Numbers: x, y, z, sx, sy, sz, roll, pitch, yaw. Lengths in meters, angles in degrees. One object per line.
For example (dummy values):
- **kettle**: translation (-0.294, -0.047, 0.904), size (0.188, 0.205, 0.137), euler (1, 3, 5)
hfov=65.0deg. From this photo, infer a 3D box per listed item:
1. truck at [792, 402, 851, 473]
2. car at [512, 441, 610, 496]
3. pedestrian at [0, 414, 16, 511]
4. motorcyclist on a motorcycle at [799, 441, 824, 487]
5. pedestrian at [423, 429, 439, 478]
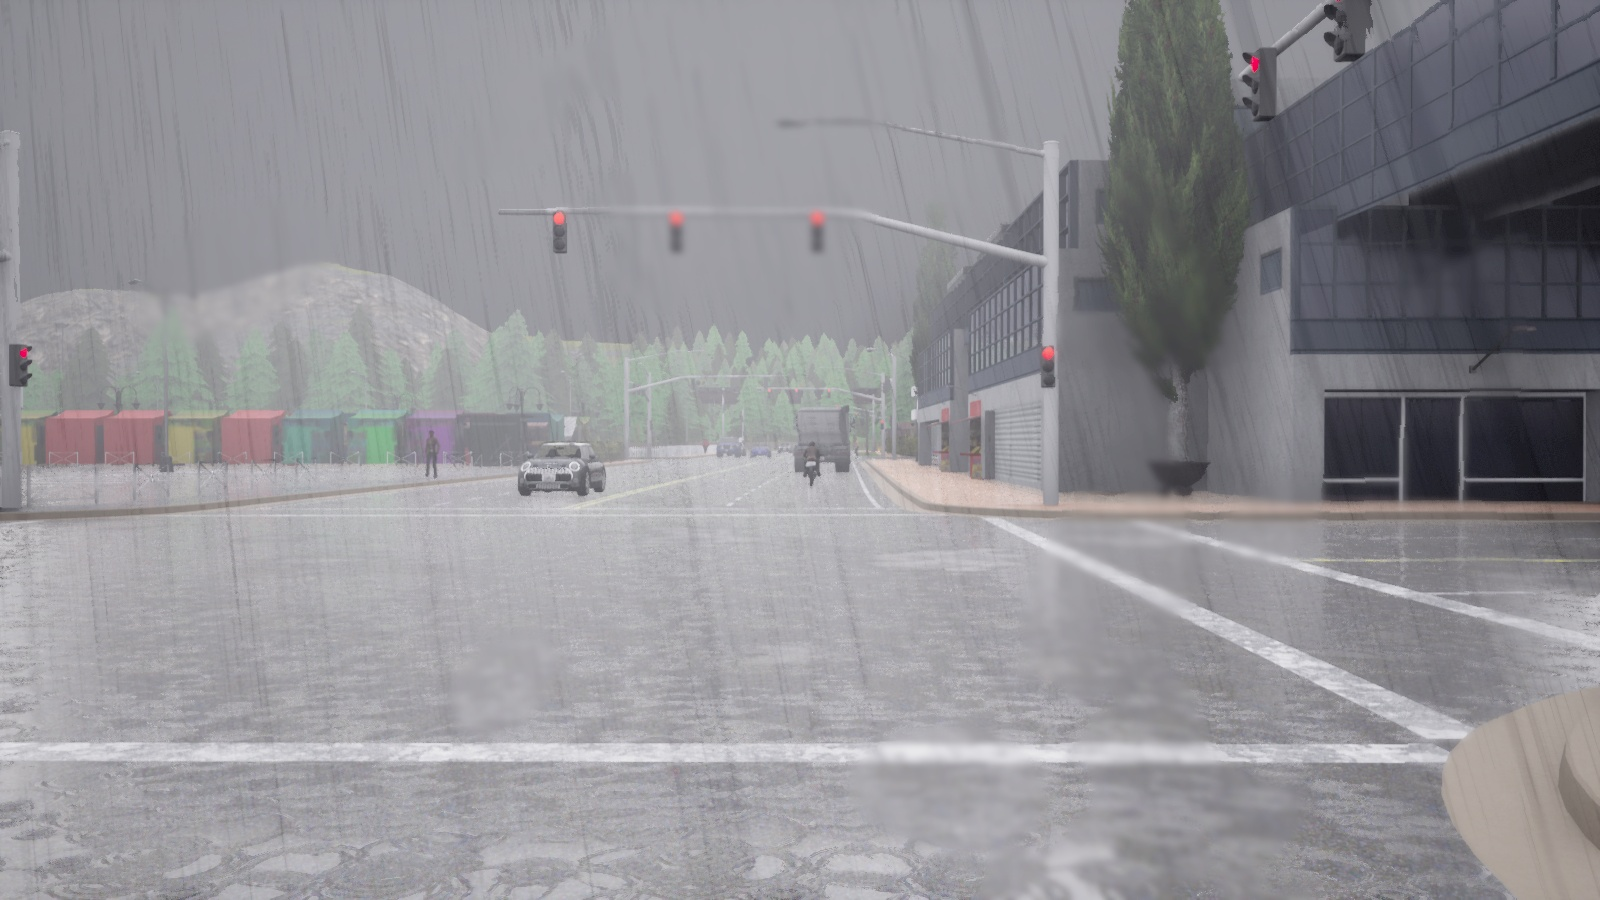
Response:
- **truck**: translation (1.198, -0.629, 65.467), size (2.891, 3.462, 7.936), euler (0, 0, 2)
- **car**: translation (-6.800, 0.489, 36.076), size (1.970, 1.475, 3.806), euler (0, 0, 2)
- **pedestrian**: translation (-15.901, 0.241, 24.660), size (0.849, 1.883, 0.563), euler (0, 0, -32)
- **motorcyclist on a motorcycle**: translation (0.415, 0.470, 42.863), size (0.797, 1.523, 2.044), euler (0, 0, 2)
- **pedestrian**: translation (-13.722, 0.112, 46.696), size (0.328, 1.805, 0.869), euler (0, 0, 3)
